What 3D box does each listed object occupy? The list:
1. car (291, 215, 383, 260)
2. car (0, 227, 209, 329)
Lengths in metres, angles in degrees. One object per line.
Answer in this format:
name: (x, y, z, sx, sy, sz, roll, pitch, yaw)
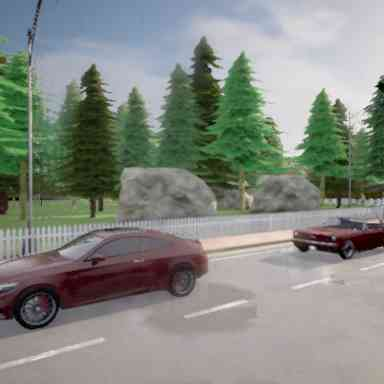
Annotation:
car: (5.858, 1.558, 12.458, 4.718, 1.301, 1.895, 0, 0, -35)
car: (-1.752, 1.516, 7.042, 4.674, 1.442, 1.812, 0, 0, -35)
